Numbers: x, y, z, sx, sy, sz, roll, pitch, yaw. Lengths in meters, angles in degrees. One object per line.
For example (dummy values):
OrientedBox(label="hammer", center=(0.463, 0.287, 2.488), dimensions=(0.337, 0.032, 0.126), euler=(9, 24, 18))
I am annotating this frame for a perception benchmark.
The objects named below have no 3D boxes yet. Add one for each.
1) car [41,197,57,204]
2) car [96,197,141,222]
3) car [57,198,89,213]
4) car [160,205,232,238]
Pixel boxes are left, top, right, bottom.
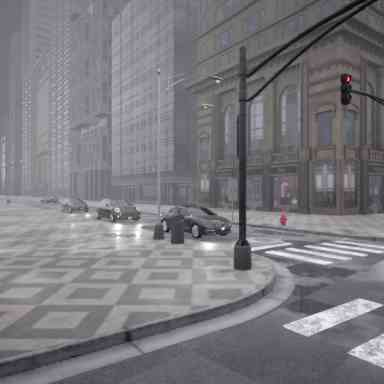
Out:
OrientedBox(label="car", center=(-25.100, 1.447, 58.329), dimensions=(1.895, 1.301, 4.718), euler=(0, 0, -36))
OrientedBox(label="car", center=(-5.733, 1.274, 25.575), dimensions=(2.097, 1.767, 4.553), euler=(0, 0, -35))
OrientedBox(label="car", center=(-12.247, 1.401, 34.755), dimensions=(1.837, 1.490, 4.892), euler=(0, 0, -35))
OrientedBox(label="car", center=(0.050, 1.455, 17.431), dimensions=(1.837, 1.490, 4.892), euler=(0, 0, -35))
